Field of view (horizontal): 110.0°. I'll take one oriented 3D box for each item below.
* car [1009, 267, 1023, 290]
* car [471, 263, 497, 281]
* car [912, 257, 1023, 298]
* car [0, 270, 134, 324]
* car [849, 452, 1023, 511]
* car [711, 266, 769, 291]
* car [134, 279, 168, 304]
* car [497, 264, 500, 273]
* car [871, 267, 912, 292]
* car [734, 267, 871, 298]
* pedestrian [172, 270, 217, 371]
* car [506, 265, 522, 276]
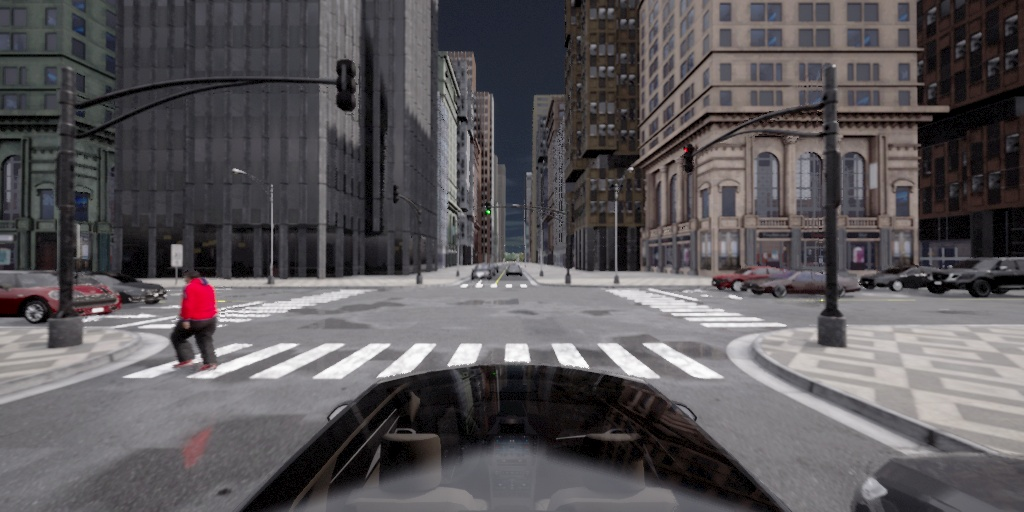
[{"bbox_3d":[34.964,1.409,22.278,5.357,1.411,2.033,0,0,0],"label":"car"},{"bbox_3d":[-2.957,1.623,35.561,2.128,1.511,4.902,0,-1,0],"label":"car"},{"bbox_3d":[25.433,1.086,19.035,5.566,2.045,2.150,0,0,1],"label":"car"},{"bbox_3d":[-16.507,1.284,12.373,4.553,1.767,2.097,0,0,0],"label":"car"},{"bbox_3d":[2.762,1.284,0.215,2.007,1.370,4.403,0,0,0],"label":"car"},{"bbox_3d":[15.093,1.393,22.302,5.008,1.535,1.882,0,0,0],"label":"car"},{"bbox_3d":[-17.940,1.464,15.621,4.892,1.490,1.837,0,0,0],"label":"car"},{"bbox_3d":[-2.941,1.730,44.909,2.128,1.511,4.902,0,-1,0],"label":"car"},{"bbox_3d":[24.472,1.395,22.294,4.892,1.490,1.837,0,0,0],"label":"car"},{"bbox_3d":[15.246,1.439,19.054,5.357,1.411,2.033,0,0,0],"label":"car"},{"bbox_3d":[-5.579,1.098,6.310,0.375,1.860,0.375,0,0,0],"label":"pedestrian"},{"bbox_3d":[0.252,1.815,46.003,1.994,1.385,4.181,0,-1,0],"label":"car"}]
